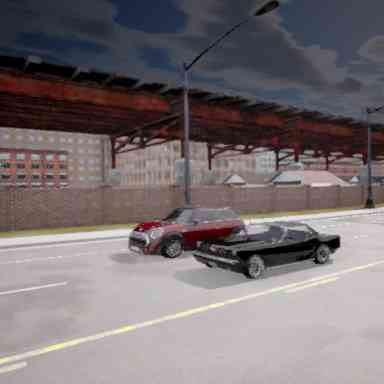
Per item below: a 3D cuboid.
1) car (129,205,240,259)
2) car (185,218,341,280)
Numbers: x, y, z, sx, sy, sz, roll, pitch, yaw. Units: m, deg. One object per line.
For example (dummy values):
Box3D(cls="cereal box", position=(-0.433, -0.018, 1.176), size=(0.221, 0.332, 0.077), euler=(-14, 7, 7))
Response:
Box3D(cls="car", position=(-0.062, 1.322, 12.543), size=(4.553, 1.767, 2.097), euler=(0, 0, -35))
Box3D(cls="car", position=(2.346, 1.569, 9.964), size=(4.718, 1.301, 1.895), euler=(0, 0, -35))
